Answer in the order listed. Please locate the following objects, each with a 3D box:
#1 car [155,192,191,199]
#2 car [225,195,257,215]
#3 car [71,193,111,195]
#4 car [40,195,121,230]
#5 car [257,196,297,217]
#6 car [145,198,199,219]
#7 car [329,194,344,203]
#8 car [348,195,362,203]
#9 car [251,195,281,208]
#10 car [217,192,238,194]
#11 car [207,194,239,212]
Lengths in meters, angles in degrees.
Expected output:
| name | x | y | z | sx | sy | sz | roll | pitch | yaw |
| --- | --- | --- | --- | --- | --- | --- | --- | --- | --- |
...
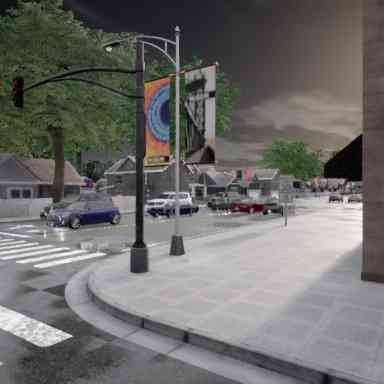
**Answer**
| name | x | y | z | sx | sy | sz | roll | pitch | yaw |
| --- | --- | --- | --- | --- | --- | --- | --- | --- | --- |
| car | -2.174 | 1.063 | 32.683 | 2.150 | 2.045 | 5.566 | 0 | 0 | 35 |
| car | 5.455 | 1.301 | 31.856 | 1.882 | 1.535 | 5.008 | 0 | 1 | 36 |
| car | -8.167 | 1.120 | 24.373 | 2.150 | 2.045 | 5.566 | 0 | 0 | 34 |
| car | -6.690 | 1.263 | 20.797 | 2.097 | 1.767 | 4.553 | 0 | 0 | 35 |
| car | 7.859 | 1.333 | 29.630 | 1.837 | 1.490 | 4.892 | 0 | 1 | 36 |
| car | -1.463 | 1.462 | 28.114 | 1.895 | 1.301 | 4.718 | 0 | 0 | 36 |
| car | 26.656 | 1.146 | 61.484 | 1.837 | 1.490 | 4.892 | 0 | 0 | 36 |
| car | 29.294 | 1.207 | 59.587 | 1.994 | 1.385 | 4.181 | 0 | 0 | 36 |
| car | 9.788 | 1.248 | 43.778 | 2.128 | 1.511 | 4.902 | 0 | 0 | 36 |
| car | 4.083 | 1.004 | 41.412 | 2.150 | 2.045 | 5.566 | 0 | 0 | 35 |
| car | 3.989 | 1.287 | 35.715 | 1.882 | 1.535 | 5.008 | 0 | 0 | 35 |
